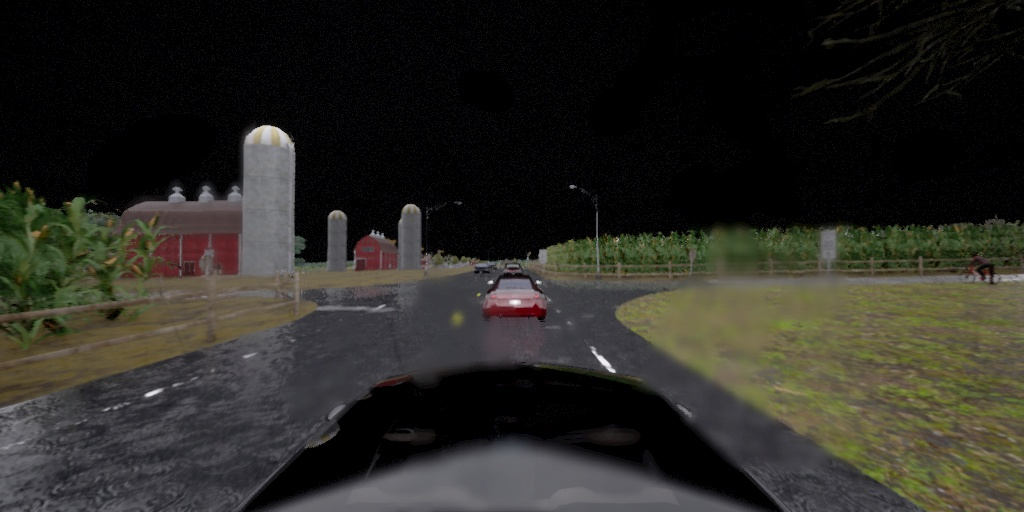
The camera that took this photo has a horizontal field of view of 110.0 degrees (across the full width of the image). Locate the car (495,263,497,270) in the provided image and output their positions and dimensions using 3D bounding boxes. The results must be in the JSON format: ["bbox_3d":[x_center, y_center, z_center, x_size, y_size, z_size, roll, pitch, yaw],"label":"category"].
[{"bbox_3d":[-3.539,1.772,61.625,2.033,1.411,5.357,0,-1,1],"label":"car"}]

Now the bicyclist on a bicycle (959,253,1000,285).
[{"bbox_3d":[24.264,0.680,18.646,0.582,1.620,1.656,-1,0,0],"label":"bicyclist on a bicycle"}]

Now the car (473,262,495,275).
[{"bbox_3d":[-3.608,1.547,44.215,2.033,1.411,5.357,0,-1,0],"label":"car"}]

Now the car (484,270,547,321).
[{"bbox_3d":[0.095,1.345,12.607,1.994,1.385,4.181,0,0,0],"label":"car"}]

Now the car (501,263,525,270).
[{"bbox_3d":[0.084,1.394,32.675,1.837,1.490,4.892,0,0,0],"label":"car"}]
